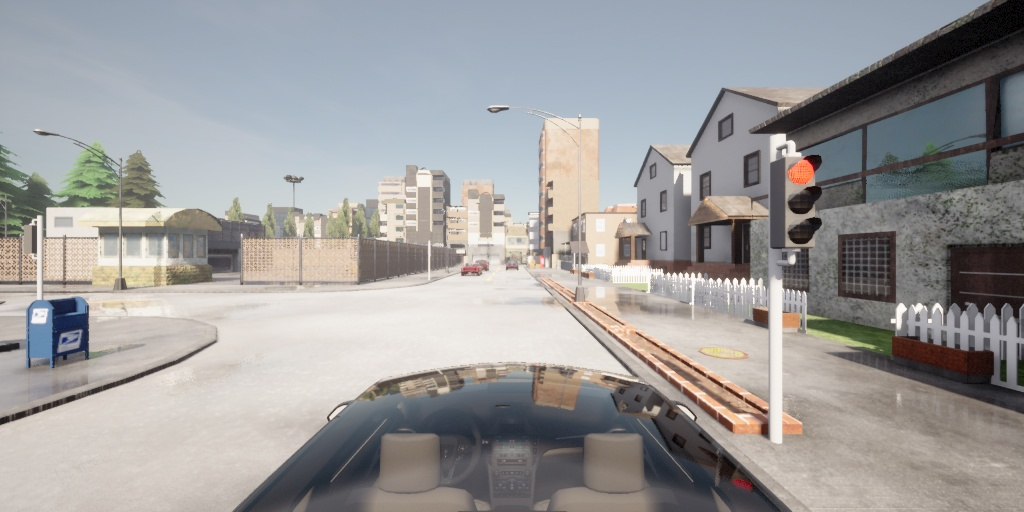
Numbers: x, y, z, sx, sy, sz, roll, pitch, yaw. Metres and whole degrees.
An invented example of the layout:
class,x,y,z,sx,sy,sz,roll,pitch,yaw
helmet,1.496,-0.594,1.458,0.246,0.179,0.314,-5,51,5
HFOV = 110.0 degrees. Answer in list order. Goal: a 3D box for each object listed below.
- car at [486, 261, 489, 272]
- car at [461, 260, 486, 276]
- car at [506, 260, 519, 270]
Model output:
class,x,y,z,sx,sy,sz,roll,pitch,yaw
car,-4.112,1.227,47.681,1.882,1.535,5.008,0,0,0
car,-4.121,1.351,37.175,1.895,1.301,4.718,0,0,0
car,0.057,1.297,51.652,2.033,1.411,5.357,0,0,1
